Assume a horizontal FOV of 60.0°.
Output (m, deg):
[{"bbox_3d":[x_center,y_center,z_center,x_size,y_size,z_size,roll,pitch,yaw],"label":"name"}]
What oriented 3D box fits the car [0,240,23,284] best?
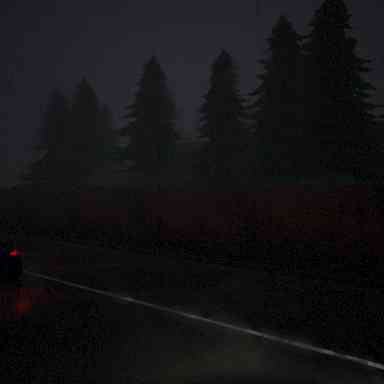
[{"bbox_3d":[-6.136,1.564,8.369,4.181,1.385,1.994,0,0,35],"label":"car"}]
